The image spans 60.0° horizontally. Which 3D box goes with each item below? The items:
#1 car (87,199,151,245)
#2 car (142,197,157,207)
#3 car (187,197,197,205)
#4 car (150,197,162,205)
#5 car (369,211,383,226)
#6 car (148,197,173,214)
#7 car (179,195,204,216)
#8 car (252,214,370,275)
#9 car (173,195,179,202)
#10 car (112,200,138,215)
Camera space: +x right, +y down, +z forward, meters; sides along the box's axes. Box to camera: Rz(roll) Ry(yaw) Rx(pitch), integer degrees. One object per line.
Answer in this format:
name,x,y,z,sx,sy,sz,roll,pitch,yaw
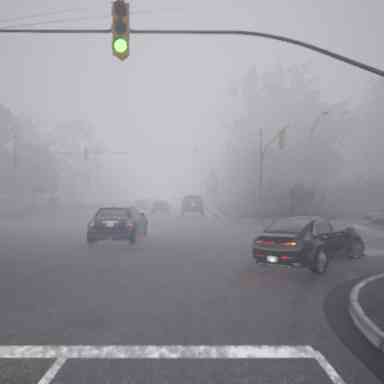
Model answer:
car,-3.421,1.403,16.022,2.097,1.767,4.553,0,0,0
car,-7.071,1.654,55.261,1.882,1.535,5.008,0,0,0
car,-0.085,1.688,65.991,1.882,1.535,5.008,0,0,0
car,-7.084,1.712,65.219,1.837,1.490,4.892,0,0,0
car,14.426,1.619,22.241,5.357,1.411,2.033,0,0,3
car,-3.447,1.624,37.290,1.837,1.490,4.892,0,0,0
car,0.057,1.329,33.799,2.150,2.045,5.566,0,0,0
car,3.839,1.542,10.692,1.837,1.490,4.892,-4,-2,44
car,-3.600,1.603,77.925,2.097,1.767,4.553,0,0,0
car,-7.131,1.640,35.757,1.812,1.442,4.674,0,0,0
